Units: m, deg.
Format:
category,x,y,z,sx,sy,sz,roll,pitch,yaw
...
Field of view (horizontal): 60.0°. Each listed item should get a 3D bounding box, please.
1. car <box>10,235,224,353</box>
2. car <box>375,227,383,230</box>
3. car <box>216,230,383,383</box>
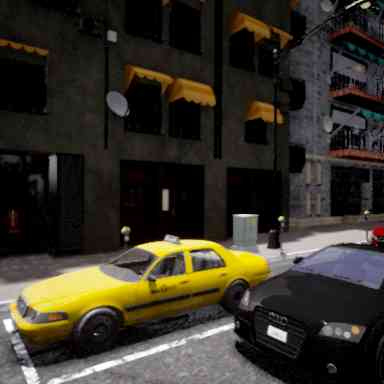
category,x,y,z,sx,sy,sz,roll,pitch,yaw
car,-0.583,1.524,6.133,4.829,1.417,1.752,0,1,-35
car,8.549,1.539,12.647,4.507,1.381,1.887,0,1,-35
car,2.668,1.562,5.267,4.181,1.385,1.994,0,0,-36
